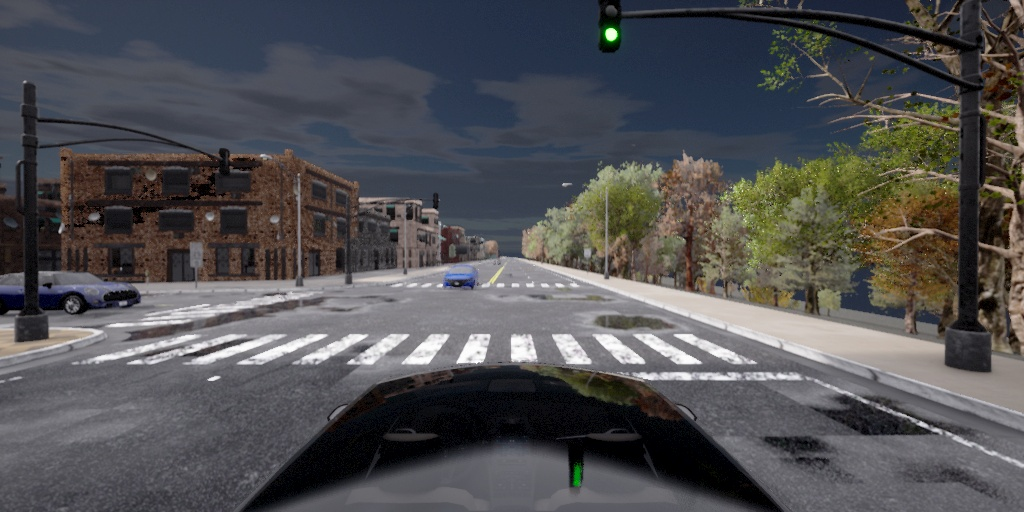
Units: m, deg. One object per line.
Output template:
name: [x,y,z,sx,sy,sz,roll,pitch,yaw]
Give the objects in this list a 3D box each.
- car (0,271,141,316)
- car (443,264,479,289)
car: [-18.303,1.409,14.752,4.553,1.767,2.097,-1,0,-1]
car: [-3.238,1.332,23.564,1.882,1.535,5.008,0,1,0]
